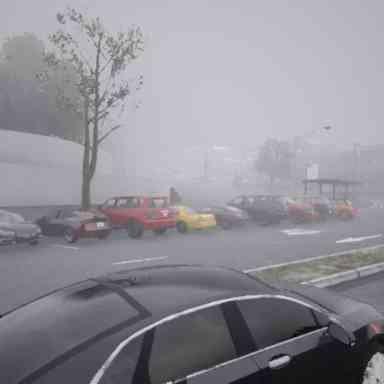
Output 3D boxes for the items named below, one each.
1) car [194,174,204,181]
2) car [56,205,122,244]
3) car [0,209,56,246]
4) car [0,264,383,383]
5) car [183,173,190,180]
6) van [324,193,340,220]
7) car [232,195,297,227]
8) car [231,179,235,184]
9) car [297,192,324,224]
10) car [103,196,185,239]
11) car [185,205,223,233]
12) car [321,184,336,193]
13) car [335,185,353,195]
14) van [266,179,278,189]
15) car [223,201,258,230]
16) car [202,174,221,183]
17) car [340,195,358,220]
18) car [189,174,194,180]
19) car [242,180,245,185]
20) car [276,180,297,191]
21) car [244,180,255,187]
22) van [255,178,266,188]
[{"bbox_3d":[3.840,-3.778,88.506,2.435,2.045,5.566,7,4,34],"label":"car"},{"bbox_3d":[-5.952,1.518,15.979,4.792,1.488,2.163,-1,0,35],"label":"car"},{"bbox_3d":[-8.376,1.492,14.237,4.892,1.521,2.231,-1,-1,35],"label":"car"},{"bbox_3d":[0.123,1.505,3.215,4.892,1.490,1.837,-1,0,-35],"label":"car"},{"bbox_3d":[0.325,-4.164,93.448,2.185,1.767,4.553,4,1,34],"label":"car"},{"bbox_3d":[8.918,1.264,26.282,4.442,1.987,1.878,-1,-1,35],"label":"van"},{"bbox_3d":[3.859,1.239,22.917,5.566,2.045,2.435,-1,-1,35],"label":"car"},{"bbox_3d":[10.779,-2.396,78.724,2.002,1.452,4.674,7,3,35],"label":"car"},{"bbox_3d":[6.376,1.239,24.617,5.566,2.045,2.435,-1,-1,35],"label":"car"},{"bbox_3d":[-3.504,1.237,17.719,5.566,2.045,2.435,-1,-1,35],"label":"car"},{"bbox_3d":[-1.181,1.488,19.542,5.366,1.575,1.946,-1,-1,35],"label":"car"},{"bbox_3d":[24.589,-0.505,58.965,2.435,2.045,5.566,7,3,35],"label":"car"},{"bbox_3d":[26.276,0.057,56.490,2.002,1.452,4.674,7,3,35],"label":"car"},{"bbox_3d":[17.637,-1.570,68.726,1.878,1.987,4.442,7,4,35],"label":"van"},{"bbox_3d":[1.429,1.529,21.164,4.674,1.452,2.002,-1,-1,35],"label":"car"},{"bbox_3d":[5.687,-3.256,86.243,1.946,1.575,5.366,7,3,34],"label":"car"},{"bbox_3d":[11.331,1.366,28.027,4.553,1.767,2.185,-1,-1,35],"label":"car"},{"bbox_3d":[2.051,-3.930,90.975,2.185,1.767,4.553,6,3,34],"label":"car"},{"bbox_3d":[12.517,-2.123,76.258,2.002,1.452,4.674,7,4,35],"label":"car"},{"bbox_3d":[19.393,-1.071,66.360,2.231,1.521,4.892,7,3,35],"label":"car"},{"bbox_3d":[14.344,-1.891,73.934,1.946,1.575,5.366,7,3,35],"label":"car"},{"bbox_3d":[15.913,-1.843,71.200,1.878,1.987,4.442,7,4,35],"label":"van"}]
